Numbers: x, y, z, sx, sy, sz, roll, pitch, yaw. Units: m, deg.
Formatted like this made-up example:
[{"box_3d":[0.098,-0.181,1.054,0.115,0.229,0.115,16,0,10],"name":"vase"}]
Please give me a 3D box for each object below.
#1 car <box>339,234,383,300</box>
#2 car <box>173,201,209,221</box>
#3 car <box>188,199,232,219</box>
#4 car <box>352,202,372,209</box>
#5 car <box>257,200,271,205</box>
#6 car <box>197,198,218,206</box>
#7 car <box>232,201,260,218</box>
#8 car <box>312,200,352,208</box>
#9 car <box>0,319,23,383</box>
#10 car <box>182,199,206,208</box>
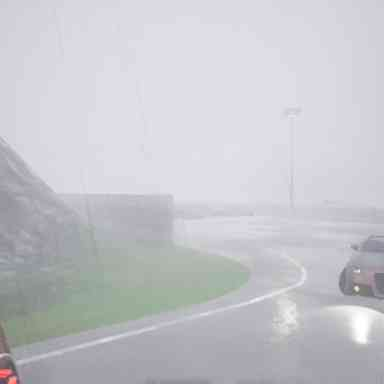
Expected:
[{"box_3d":[5.141,1.808,8.495,1.994,1.385,4.181,0,-1,30],"name":"car"},{"box_3d":[-0.869,1.847,30.970,1.837,1.490,4.892,1,0,-35],"name":"car"},{"box_3d":[1.456,1.849,33.743,1.882,1.535,5.008,1,0,-35],"name":"car"},{"box_3d":[22.603,2.106,46.621,1.812,1.442,4.674,1,0,-35],"name":"car"},{"box_3d":[12.506,2.145,60.851,1.994,1.385,4.181,1,0,-35],"name":"car"},{"box_3d":[3.119,2.078,68.031,1.812,1.442,4.674,1,0,-35],"name":"car"},{"box_3d":[4.691,1.965,35.229,1.994,1.385,4.181,1,0,-35],"name":"car"},{"box_3d":[18.882,1.904,45.818,2.097,1.767,4.553,1,0,-35],"name":"car"},{"box_3d":[-3.362,1.336,1.670,4.553,1.767,2.097,1,0,-36],"name":"car"},{"box_3d":[0.284,1.996,59.929,1.837,1.490,4.892,1,-1,-35],"name":"car"}]
